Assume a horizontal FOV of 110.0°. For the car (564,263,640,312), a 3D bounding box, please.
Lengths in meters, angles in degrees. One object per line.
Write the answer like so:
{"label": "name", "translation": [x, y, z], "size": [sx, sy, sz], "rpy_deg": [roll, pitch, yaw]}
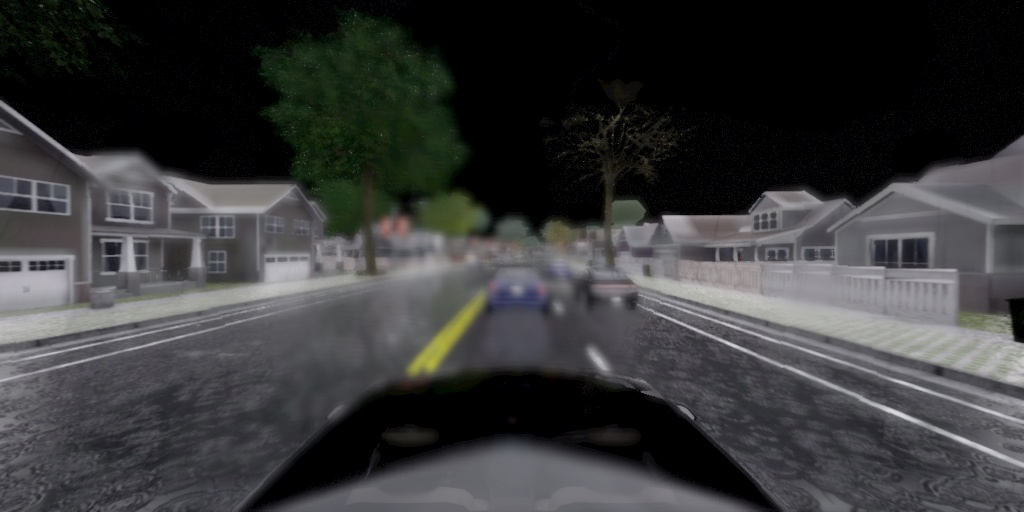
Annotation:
{"label": "car", "translation": [3.512, 1.220, 14.078], "size": [2.128, 1.511, 4.902], "rpy_deg": [0, 0, 2]}

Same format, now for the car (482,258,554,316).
{"label": "car", "translation": [0.245, 1.079, 13.509], "size": [2.097, 1.767, 4.553], "rpy_deg": [0, 0, 2]}

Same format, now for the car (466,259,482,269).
{"label": "car", "translation": [-5.280, 1.134, 51.205], "size": [1.812, 1.442, 4.674], "rpy_deg": [0, 0, 2]}

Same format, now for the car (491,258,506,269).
{"label": "car", "translation": [-1.958, 1.111, 53.173], "size": [1.837, 1.490, 4.892], "rpy_deg": [0, 0, 2]}

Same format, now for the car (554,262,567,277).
{"label": "car", "translation": [3.977, 1.211, 29.967], "size": [1.812, 1.442, 4.674], "rpy_deg": [0, 0, 2]}
